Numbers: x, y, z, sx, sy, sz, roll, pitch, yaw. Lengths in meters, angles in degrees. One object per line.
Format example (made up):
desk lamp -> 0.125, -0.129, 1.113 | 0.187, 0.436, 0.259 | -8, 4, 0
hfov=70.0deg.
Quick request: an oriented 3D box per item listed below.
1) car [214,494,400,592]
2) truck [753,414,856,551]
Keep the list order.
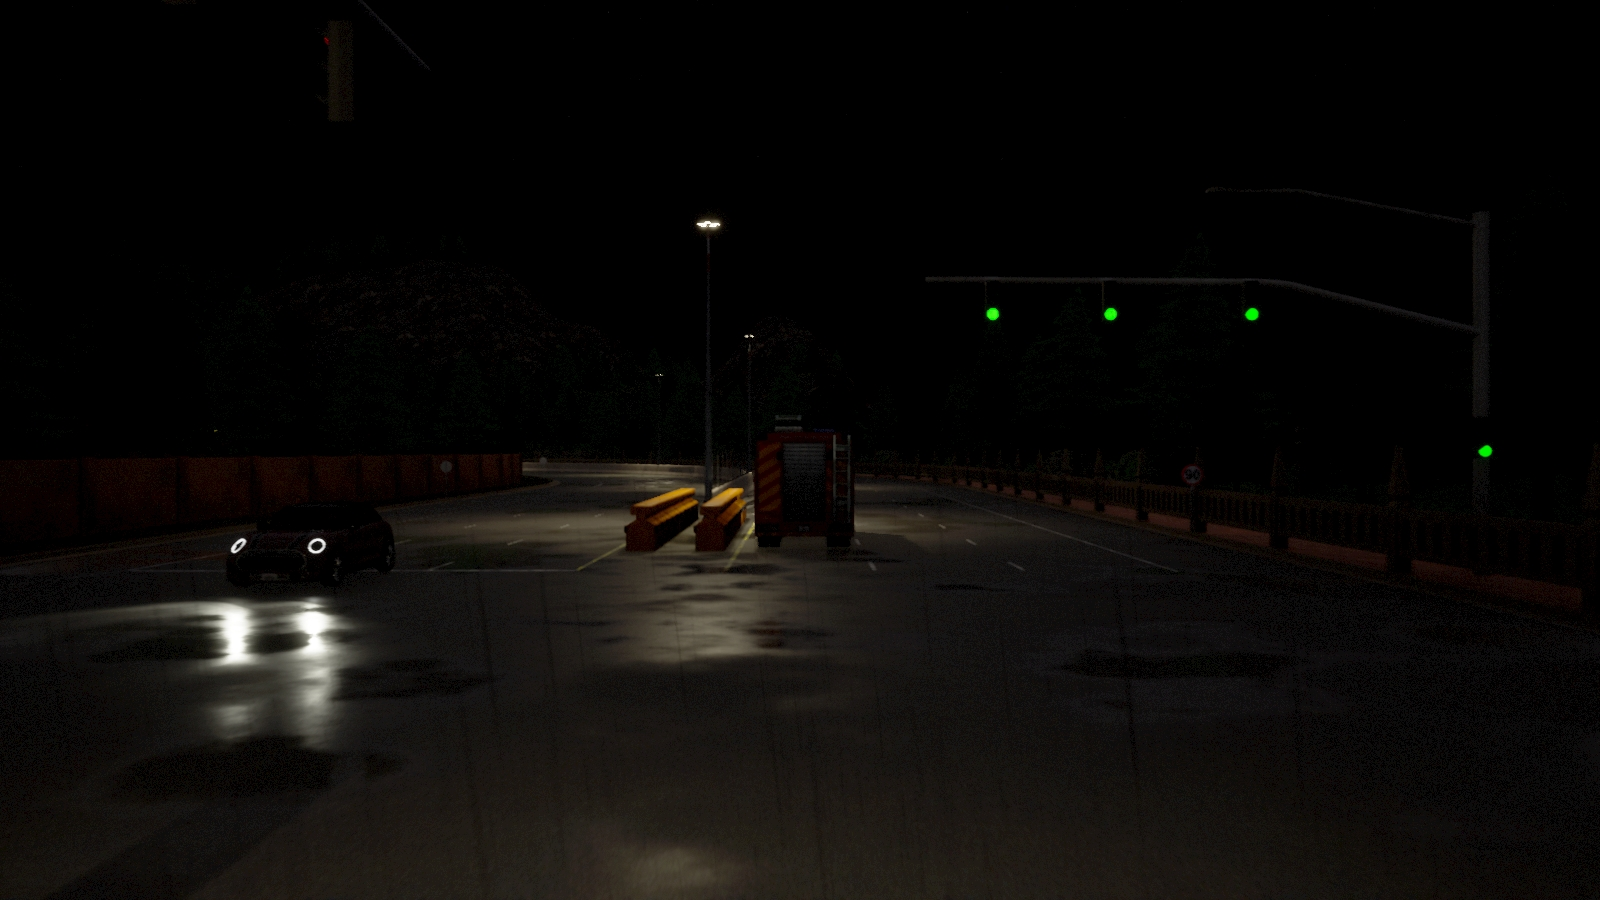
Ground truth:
car -> -10.516, 1.924, 24.804 | 2.097, 1.767, 4.553 | 0, 0, 0
truck -> 0.119, 0.917, 36.272 | 2.891, 3.827, 8.468 | 0, 0, 0
